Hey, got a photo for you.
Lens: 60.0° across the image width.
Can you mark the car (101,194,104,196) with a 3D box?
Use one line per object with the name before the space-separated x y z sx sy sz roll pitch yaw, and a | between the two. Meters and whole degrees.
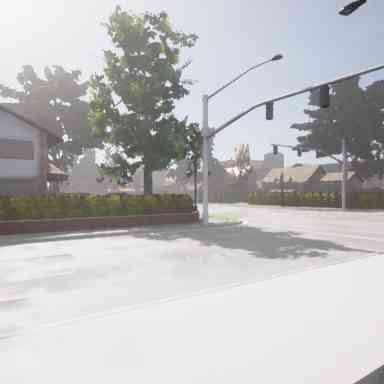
car | -17.338 1.253 65.578 1.882 1.535 5.008 0 0 -36
